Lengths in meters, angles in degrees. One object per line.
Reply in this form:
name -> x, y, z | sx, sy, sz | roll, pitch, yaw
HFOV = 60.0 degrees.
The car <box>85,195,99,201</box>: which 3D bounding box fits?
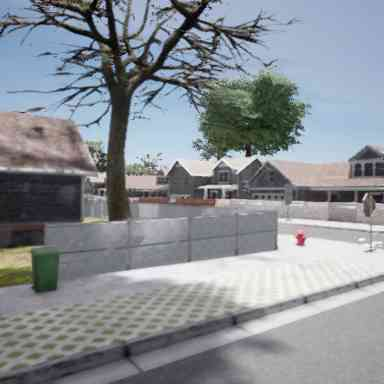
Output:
car -> -15.376, 1.459, 49.201 | 2.150, 2.045, 5.566 | 1, -1, -36
